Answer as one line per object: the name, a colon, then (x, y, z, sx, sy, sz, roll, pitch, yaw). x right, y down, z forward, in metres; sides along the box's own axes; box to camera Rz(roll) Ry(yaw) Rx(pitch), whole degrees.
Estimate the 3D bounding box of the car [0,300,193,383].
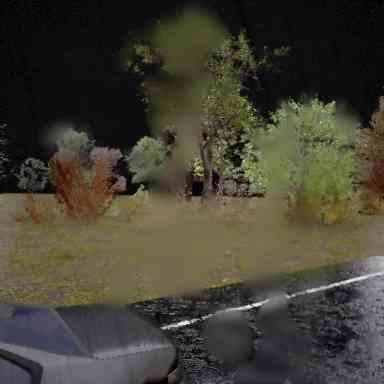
car: (-2.548, 1.549, 2.050, 5.357, 1.411, 2.033, 1, -1, -35)
